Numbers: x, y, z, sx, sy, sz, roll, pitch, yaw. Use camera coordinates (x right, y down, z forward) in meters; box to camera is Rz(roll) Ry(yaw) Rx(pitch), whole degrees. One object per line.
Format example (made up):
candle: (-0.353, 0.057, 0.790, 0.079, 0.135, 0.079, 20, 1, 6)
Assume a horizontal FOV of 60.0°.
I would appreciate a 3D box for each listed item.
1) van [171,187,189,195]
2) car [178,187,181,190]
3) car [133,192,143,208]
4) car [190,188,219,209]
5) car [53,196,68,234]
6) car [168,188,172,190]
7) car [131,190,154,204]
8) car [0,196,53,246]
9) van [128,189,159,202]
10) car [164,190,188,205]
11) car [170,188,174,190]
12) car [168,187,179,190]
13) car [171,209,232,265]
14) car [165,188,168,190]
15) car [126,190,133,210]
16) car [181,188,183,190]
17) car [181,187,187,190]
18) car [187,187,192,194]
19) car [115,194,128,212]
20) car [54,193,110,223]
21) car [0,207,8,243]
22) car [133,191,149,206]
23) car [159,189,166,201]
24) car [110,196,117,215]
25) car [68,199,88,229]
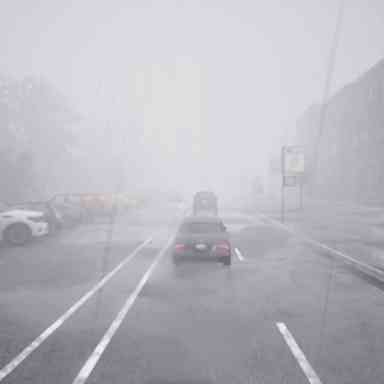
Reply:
van: (-3.029, -0.281, 85.083, 4.442, 1.987, 1.878, -1, 1, -13)
car: (-5.244, 0.196, 67.366, 4.553, 1.767, 2.185, -1, 1, -14)
car: (-8.261, 1.095, 34.761, 5.366, 1.575, 1.946, -1, 2, -16)
car: (1.247, 0.930, 30.553, 2.150, 2.045, 5.566, 0, 1, 4)
car: (-8.990, 1.316, 17.012, 4.553, 1.767, 2.185, -1, 1, -18)
car: (-6.455, 0.592, 55.542, 5.008, 1.535, 2.097, -1, 2, -15)
car: (-7.687, 0.948, 40.748, 5.008, 1.535, 2.097, -1, 1, -16)
car: (-9.108, 1.216, 14.044, 5.566, 2.045, 2.435, -1, 0, -18)
van: (-7.343, 0.580, 46.623, 4.442, 1.987, 1.878, -1, 2, -16)
car: (-2.092, 0.858, 44.980, 1.837, 1.490, 4.892, 0, 1, 5)
car: (-6.152, 0.552, 58.510, 4.792, 1.488, 2.163, -1, 1, -15)
car: (-5.598, 0.390, 64.417, 4.892, 1.521, 2.231, -1, 1, -14)
car: (0.355, 1.545, 11.686, 2.033, 1.411, 5.357, 0, 0, 2)
car: (-6.697, 0.535, 52.585, 4.553, 1.767, 2.185, -1, 2, -15)
car: (-8.299, 1.042, 31.845, 4.553, 1.767, 2.185, -1, 1, -17)
car: (-4.952, 0.298, 70.323, 4.674, 1.452, 2.002, -1, 1, -14)
car: (-4.642, -0.057, 73.254, 5.566, 2.045, 2.435, -1, 1, -14)
car: (-3.344, 0.000, 82.156, 5.366, 1.575, 1.946, -1, 1, -13)
car: (-8.437, 1.239, 28.885, 5.008, 1.535, 2.097, -1, 2, -17)
car: (-8.784, 1.110, 22.931, 5.566, 2.045, 2.435, -1, 1, -17)
car: (-9.407, 1.482, 10.989, 5.366, 1.575, 1.946, -1, 0, -18)
car: (-7.879, 1.021, 37.777, 5.008, 1.535, 2.097, -1, 2, -16)
car: (-6.992, 0.732, 49.630, 5.008, 1.535, 2.097, -1, 1, -15)
car: (-8.612, 1.306, 25.921, 4.892, 1.521, 2.231, -1, 1, -17)
car: (-8.918, 1.437, 19.964, 4.792, 1.488, 2.163, -1, 1, -18)
